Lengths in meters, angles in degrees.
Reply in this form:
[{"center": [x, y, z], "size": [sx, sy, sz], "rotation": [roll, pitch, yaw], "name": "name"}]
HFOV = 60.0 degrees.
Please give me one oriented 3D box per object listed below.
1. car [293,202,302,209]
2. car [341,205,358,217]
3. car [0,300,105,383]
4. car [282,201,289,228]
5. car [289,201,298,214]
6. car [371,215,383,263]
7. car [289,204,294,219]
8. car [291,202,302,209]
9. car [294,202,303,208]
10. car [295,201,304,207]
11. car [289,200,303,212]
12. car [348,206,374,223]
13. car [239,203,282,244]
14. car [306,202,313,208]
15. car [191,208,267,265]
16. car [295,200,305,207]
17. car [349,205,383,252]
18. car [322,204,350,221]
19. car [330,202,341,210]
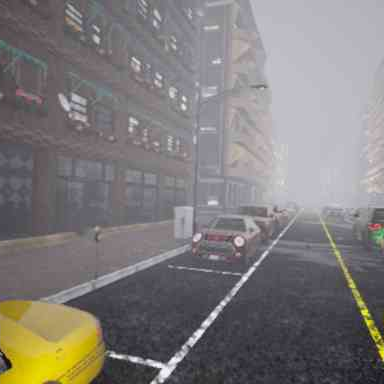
[{"center": [23.854, 3.009, 75.142], "size": [1.802, 1.307, 4.206], "rotation": [3, 0, 20], "name": "car"}, {"center": [21.978, 2.654, 46.547], "size": [1.752, 1.417, 4.829], "rotation": [2, 0, 20], "name": "car"}, {"center": [-2.400, 1.461, 1.863], "size": [1.752, 1.417, 4.829], "rotation": [2, 0, 20], "name": "car"}, {"center": [5.152, 1.682, 22.916], "size": [2.192, 1.841, 5.009], "rotation": [2, 0, 20], "name": "car"}, {"center": [12.571, 2.314, 43.646], "size": [1.752, 1.417, 4.829], "rotation": [3, 0, 20], "name": "car"}, {"center": [7.141, 1.784, 10.317], "size": [1.801, 1.575, 5.366], "rotation": [2, -1, 20], "name": "car"}, {"center": [8.883, 2.162, 33.360], "size": [1.802, 1.307, 4.206], "rotation": [2, 0, 20], "name": "car"}, {"center": [21.984, 2.887, 69.920], "size": [1.947, 1.339, 4.313], "rotation": [3, 0, 20], "name": "car"}, {"center": [25.726, 3.115, 80.366], "size": [1.802, 1.307, 4.206], "rotation": [3, 0, 20], "name": "car"}, {"center": [27.599, 3.189, 85.589], "size": [2.008, 1.369, 4.403], "rotation": [3, 0, 20], "name": "car"}, {"center": [16.381, 2.319, 54.252], "size": [2.192, 1.841, 5.009], "rotation": [3, 0, 20], "name": "car"}, {"center": [18.182, 2.354, 35.942], "size": [1.967, 1.590, 4.097], "rotation": [2, 0, 20], "name": "car"}, {"center": [3.281, 1.575, 17.693], "size": [2.192, 1.841, 5.009], "rotation": [2, 0, 20], "name": "car"}, {"center": [30.804, 3.304, 86.951], "size": [2.033, 1.411, 5.357], "rotation": [2, -1, 20], "name": "car"}, {"center": [1.404, 1.593, 12.469], "size": [1.967, 1.590, 4.097], "rotation": [2, 0, 20], "name": "car"}, {"center": [29.481, 3.058, 90.812], "size": [2.192, 1.841, 5.009], "rotation": [3, 0, 20], "name": "car"}, {"center": [9.119, 1.666, 15.817], "size": [2.150, 2.045, 5.566], "rotation": [2, -1, 20], "name": "car"}, {"center": [15.787, 2.388, 36.815], "size": [2.033, 1.411, 5.357], "rotation": [2, -1, 20], "name": "car"}, {"center": [31.282, 3.095, 72.502], "size": [1.967, 1.590, 4.097], "rotation": [2, 0, 20], "name": "car"}]
